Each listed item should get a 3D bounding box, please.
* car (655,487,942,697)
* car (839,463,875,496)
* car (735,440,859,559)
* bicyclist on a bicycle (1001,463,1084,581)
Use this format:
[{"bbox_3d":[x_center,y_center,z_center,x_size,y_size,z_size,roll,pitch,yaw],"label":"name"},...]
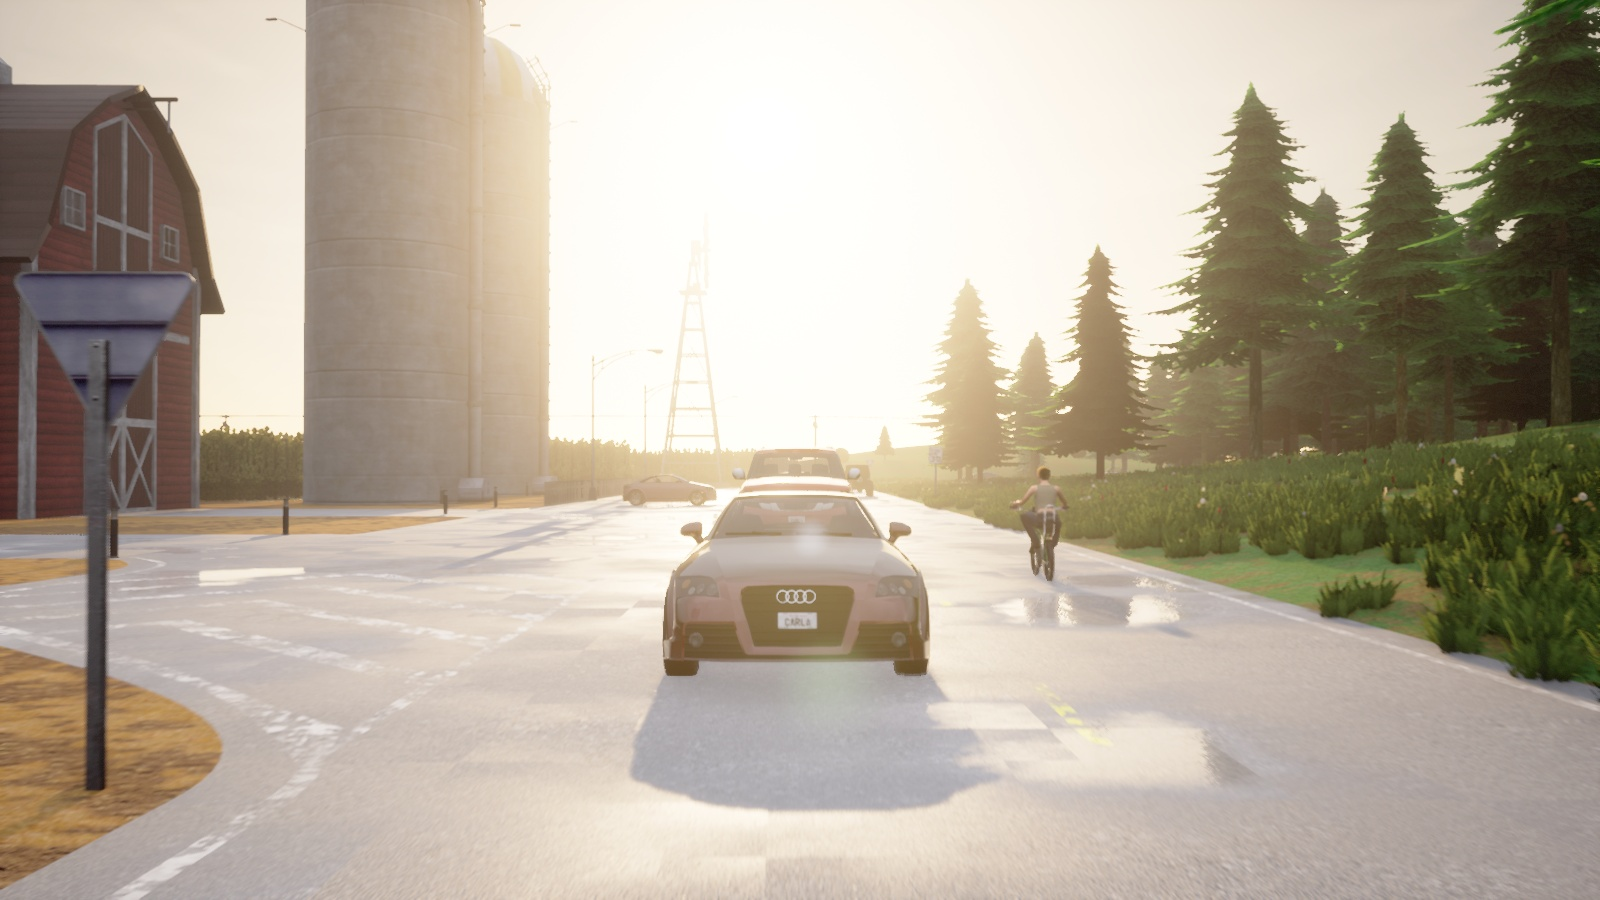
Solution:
[{"bbox_3d":[-0.030,1.050,10.861,1.994,1.385,4.181,-1,-1,-1],"label":"car"},{"bbox_3d":[3.313,1.731,74.033,1.905,1.878,3.866,-1,-1,0],"label":"car"},{"bbox_3d":[-0.067,0.922,24.645,2.150,2.045,5.566,-1,-1,0],"label":"car"},{"bbox_3d":[3.456,1.003,18.027,0.866,1.612,1.509,-1,-1,0],"label":"bicyclist on a bicycle"}]
